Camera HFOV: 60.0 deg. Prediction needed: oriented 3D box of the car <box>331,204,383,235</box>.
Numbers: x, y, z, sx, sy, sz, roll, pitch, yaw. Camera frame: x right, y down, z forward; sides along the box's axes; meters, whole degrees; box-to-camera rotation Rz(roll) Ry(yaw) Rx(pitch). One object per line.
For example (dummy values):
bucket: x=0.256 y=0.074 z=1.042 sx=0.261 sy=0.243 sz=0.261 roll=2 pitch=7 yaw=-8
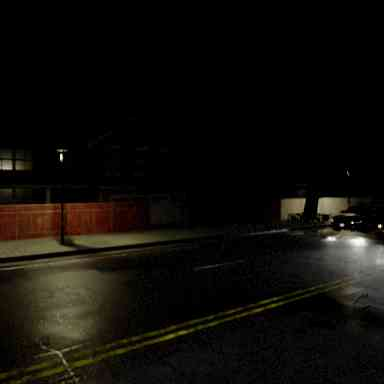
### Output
car: x=9.713 y=1.449 z=18.557 sx=4.892 sy=1.490 sz=1.837 roll=0 pitch=0 yaw=-35

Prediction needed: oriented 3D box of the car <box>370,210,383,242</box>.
car: x=10.243 y=1.550 z=14.946 sx=4.718 sy=1.301 sz=1.895 roll=0 pitch=0 yaw=-35
